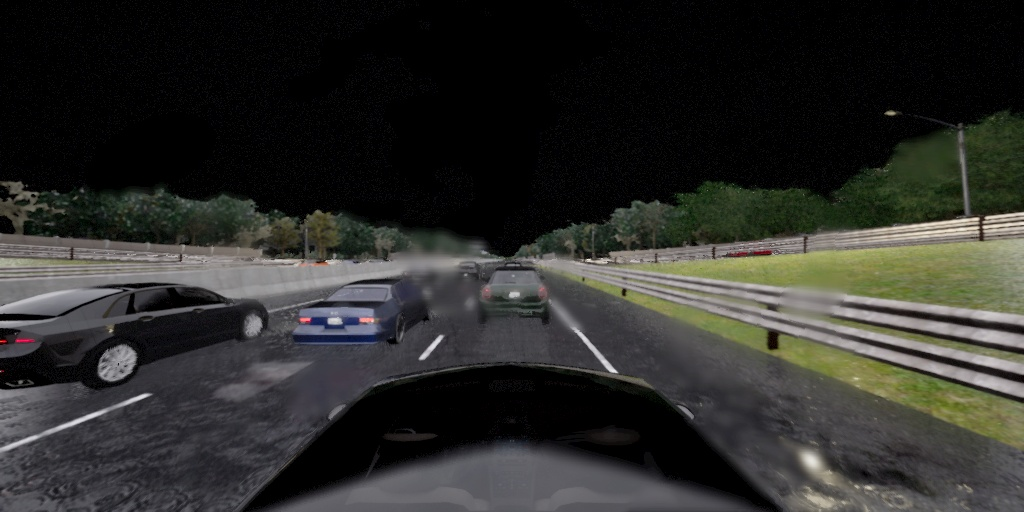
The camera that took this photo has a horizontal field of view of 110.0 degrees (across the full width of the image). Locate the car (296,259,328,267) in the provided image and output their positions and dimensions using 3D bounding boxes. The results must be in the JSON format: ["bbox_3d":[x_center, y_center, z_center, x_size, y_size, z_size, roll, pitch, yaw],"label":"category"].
[{"bbox_3d":[-24.594,1.166,44.244,2.097,1.767,4.553,0,0,0],"label":"car"}]

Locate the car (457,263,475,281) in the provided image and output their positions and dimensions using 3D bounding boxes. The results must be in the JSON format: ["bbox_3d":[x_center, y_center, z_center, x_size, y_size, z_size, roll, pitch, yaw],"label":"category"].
[{"bbox_3d":[-3.408,1.286,29.951,1.837,1.490,4.892,0,0,0],"label":"car"}]

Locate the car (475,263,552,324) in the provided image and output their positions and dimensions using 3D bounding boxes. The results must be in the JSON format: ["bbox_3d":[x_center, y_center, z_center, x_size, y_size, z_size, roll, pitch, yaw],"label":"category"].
[{"bbox_3d":[0.097,1.109,12.143,2.097,1.767,4.553,0,0,0],"label":"car"}]

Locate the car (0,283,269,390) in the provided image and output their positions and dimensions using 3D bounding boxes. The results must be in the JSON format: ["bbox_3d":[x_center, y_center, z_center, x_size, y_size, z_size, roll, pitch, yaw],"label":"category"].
[{"bbox_3d":[-6.902,1.258,6.847,1.837,1.490,4.892,0,0,0],"label":"car"}]

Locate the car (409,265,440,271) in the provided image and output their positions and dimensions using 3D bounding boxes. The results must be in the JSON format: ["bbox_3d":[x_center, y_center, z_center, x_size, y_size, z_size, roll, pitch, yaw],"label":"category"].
[{"bbox_3d":[-6.908,1.379,28.124,1.895,1.301,4.718,0,0,0],"label":"car"}]

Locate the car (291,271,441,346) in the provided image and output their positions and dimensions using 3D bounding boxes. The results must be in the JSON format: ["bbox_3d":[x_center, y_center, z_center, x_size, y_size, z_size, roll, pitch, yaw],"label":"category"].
[{"bbox_3d":[-3.402,1.302,9.408,2.033,1.411,5.357,0,0,0],"label":"car"}]

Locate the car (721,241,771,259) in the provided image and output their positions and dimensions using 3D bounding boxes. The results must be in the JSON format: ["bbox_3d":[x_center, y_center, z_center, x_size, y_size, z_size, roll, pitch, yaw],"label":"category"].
[{"bbox_3d":[27.990,-0.567,43.065,2.150,2.045,5.566,0,-4,-14],"label":"car"}]

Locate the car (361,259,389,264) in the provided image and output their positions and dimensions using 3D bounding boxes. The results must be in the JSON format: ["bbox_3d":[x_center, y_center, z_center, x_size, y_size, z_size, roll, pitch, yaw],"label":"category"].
[{"bbox_3d":[-17.593,1.174,47.299,2.097,1.767,4.553,0,0,0],"label":"car"}]

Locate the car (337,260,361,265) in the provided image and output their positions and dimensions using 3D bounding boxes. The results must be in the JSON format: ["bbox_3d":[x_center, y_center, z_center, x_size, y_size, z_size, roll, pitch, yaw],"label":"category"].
[{"bbox_3d":[-21.089,1.297,46.290,1.882,1.535,5.008,0,0,0],"label":"car"}]
